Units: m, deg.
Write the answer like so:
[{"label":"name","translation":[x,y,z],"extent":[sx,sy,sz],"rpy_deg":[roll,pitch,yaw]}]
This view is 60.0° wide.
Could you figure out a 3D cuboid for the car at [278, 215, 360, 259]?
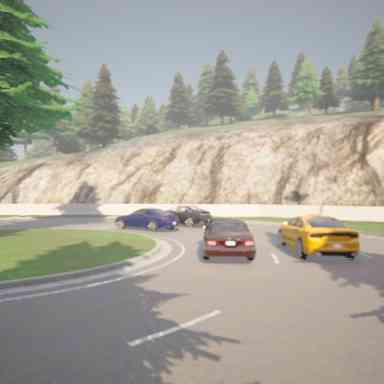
[{"label":"car","translation":[4.870,1.646,13.415],"extent":[1.882,1.535,5.008],"rpy_deg":[0,0,2]}]

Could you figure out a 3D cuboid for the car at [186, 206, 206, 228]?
[{"label":"car","translation":[-0.796,1.771,24.622],"extent":[4.902,1.511,2.128],"rpy_deg":[0,-1,36]}]

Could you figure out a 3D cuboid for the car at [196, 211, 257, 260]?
[{"label":"car","translation":[1.390,1.701,13.064],"extent":[2.033,1.411,5.357],"rpy_deg":[0,-1,4]}]

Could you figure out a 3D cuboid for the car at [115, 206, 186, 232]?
[{"label":"car","translation":[-2.978,1.766,21.855],"extent":[4.674,1.442,1.812],"rpy_deg":[0,-1,35]}]
